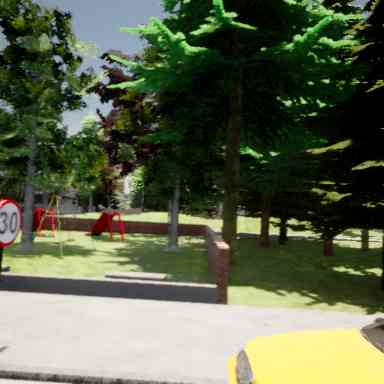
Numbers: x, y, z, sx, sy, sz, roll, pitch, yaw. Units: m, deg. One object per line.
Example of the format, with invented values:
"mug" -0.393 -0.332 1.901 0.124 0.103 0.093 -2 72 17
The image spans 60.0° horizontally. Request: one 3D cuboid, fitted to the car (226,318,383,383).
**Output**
"car" 3.070 1.897 3.411 5.366 1.575 1.801 3 -4 1
